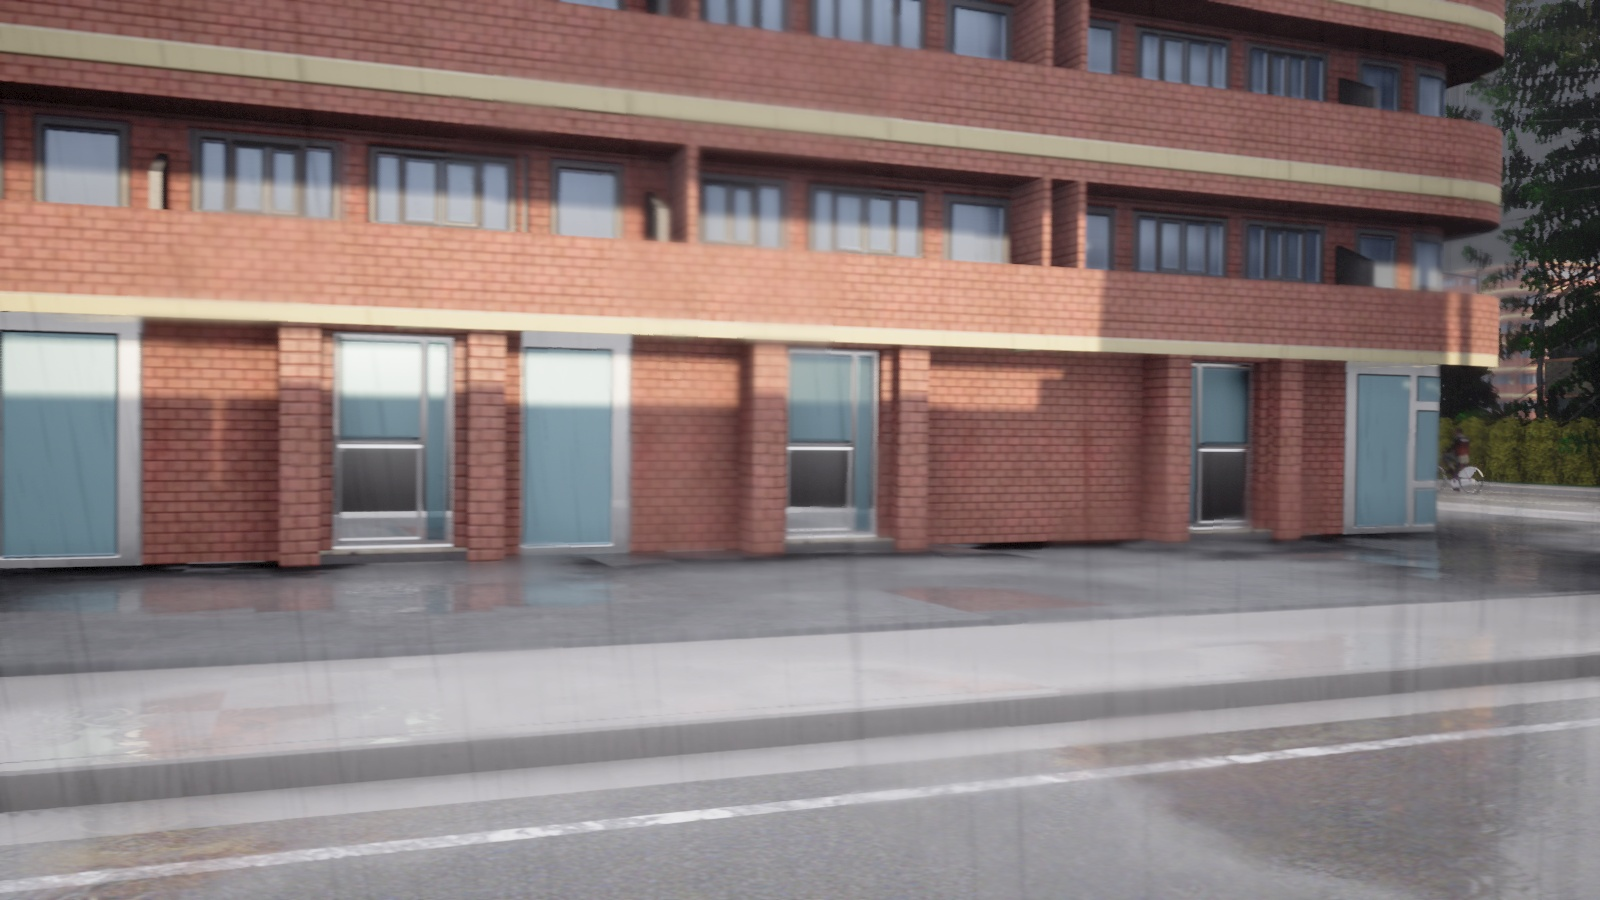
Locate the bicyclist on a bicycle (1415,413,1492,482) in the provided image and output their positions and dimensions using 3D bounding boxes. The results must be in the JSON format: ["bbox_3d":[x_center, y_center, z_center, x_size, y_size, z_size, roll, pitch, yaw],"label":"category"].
[{"bbox_3d":[17.411,-0.083,33.492,0.659,1.776,1.843,-1,1,-21],"label":"bicyclist on a bicycle"}]
